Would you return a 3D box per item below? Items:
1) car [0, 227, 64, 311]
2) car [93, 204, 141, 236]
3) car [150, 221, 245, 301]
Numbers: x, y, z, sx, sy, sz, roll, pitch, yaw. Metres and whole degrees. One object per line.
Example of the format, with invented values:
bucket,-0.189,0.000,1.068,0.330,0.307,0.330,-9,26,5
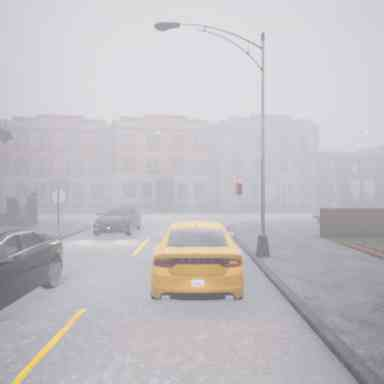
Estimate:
car,-4.082,1.483,6.331,2.128,1.511,4.902,0,0,0
car,-3.988,1.480,18.303,1.837,1.490,4.892,0,0,0
car,0.110,1.466,8.395,1.882,1.535,5.008,0,0,0
